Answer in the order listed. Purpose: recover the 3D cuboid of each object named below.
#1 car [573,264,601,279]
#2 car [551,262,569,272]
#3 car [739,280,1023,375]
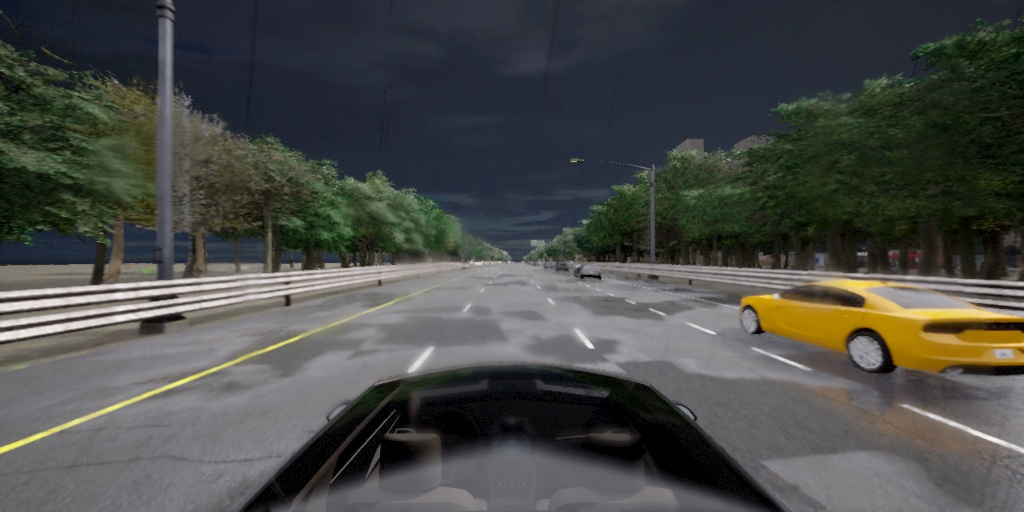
[{"bbox_3d":[7.048,1.460,33.957,1.994,1.385,4.181,0,-1,0],"label":"car"},{"bbox_3d":[7.123,1.598,51.865,1.837,1.490,4.892,0,-1,0],"label":"car"},{"bbox_3d":[7.002,1.242,7.580,1.882,1.535,5.008,0,0,0],"label":"car"}]
